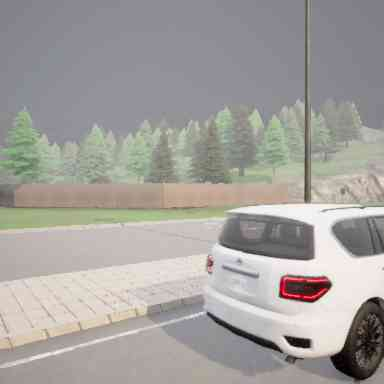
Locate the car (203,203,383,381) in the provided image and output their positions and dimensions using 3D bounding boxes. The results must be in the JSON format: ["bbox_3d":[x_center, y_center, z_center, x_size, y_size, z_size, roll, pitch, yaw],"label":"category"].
[{"bbox_3d":[2.761,1.220,5.716,5.566,2.045,2.150,0,0,-35],"label":"car"}]
